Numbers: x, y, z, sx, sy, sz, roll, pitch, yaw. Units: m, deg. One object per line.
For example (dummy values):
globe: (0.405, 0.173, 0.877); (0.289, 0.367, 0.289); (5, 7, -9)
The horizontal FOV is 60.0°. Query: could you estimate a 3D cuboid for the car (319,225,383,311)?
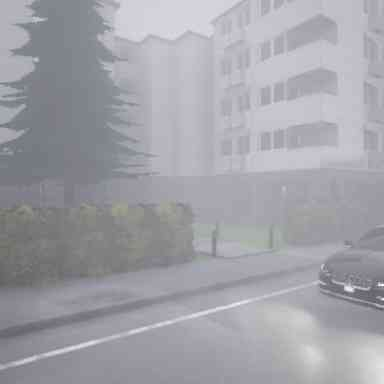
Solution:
car: (4.812, 1.496, 7.421); (4.892, 1.490, 1.837); (0, 0, -35)
